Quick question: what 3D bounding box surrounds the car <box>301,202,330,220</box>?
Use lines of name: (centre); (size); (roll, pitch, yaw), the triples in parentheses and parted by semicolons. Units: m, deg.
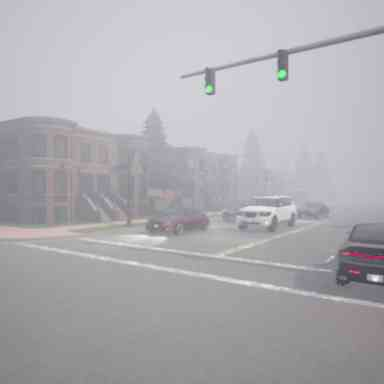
car: (10.650, 1.580, 29.270); (2.033, 1.411, 5.357); (0, 0, 35)

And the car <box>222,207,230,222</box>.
car: (4.151, 1.377, 26.059); (2.097, 1.767, 4.553); (0, 0, 35)

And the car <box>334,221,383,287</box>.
car: (5.128, 1.524, 8.818); (1.837, 1.490, 4.892); (0, 0, 35)

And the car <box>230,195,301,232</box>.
car: (4.777, 1.243, 20.827); (2.150, 2.045, 5.566); (0, 0, 34)

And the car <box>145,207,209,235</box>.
car: (-0.748, 1.579, 18.968); (1.994, 1.385, 4.181); (0, 0, 35)
